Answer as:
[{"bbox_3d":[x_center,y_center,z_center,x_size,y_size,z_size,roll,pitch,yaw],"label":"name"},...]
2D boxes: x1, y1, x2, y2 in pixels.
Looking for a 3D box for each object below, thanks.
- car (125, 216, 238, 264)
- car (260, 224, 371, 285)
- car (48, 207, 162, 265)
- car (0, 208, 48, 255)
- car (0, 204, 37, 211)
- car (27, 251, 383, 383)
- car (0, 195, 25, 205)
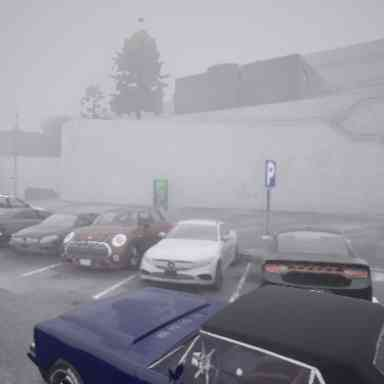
[{"bbox_3d":[0.170,1.509,9.364,2.002,1.452,4.674,1,0,16],"label":"car"},{"bbox_3d":[2.607,1.480,7.614,2.097,1.535,5.008,0,-1,15],"label":"car"},{"bbox_3d":[-2.264,1.330,11.135,2.185,1.767,4.553,1,0,15],"label":"car"},{"bbox_3d":[-4.715,1.481,12.847,2.002,1.452,4.674,1,0,15],"label":"car"},{"bbox_3d":[-7.165,1.445,14.622,2.163,1.488,4.792,0,0,15],"label":"car"},{"bbox_3d":[0.572,1.598,2.969,4.718,1.301,1.895,0,0,35],"label":"car"},{"bbox_3d":[-9.603,1.138,16.364,2.435,2.045,5.566,1,0,15],"label":"car"}]
